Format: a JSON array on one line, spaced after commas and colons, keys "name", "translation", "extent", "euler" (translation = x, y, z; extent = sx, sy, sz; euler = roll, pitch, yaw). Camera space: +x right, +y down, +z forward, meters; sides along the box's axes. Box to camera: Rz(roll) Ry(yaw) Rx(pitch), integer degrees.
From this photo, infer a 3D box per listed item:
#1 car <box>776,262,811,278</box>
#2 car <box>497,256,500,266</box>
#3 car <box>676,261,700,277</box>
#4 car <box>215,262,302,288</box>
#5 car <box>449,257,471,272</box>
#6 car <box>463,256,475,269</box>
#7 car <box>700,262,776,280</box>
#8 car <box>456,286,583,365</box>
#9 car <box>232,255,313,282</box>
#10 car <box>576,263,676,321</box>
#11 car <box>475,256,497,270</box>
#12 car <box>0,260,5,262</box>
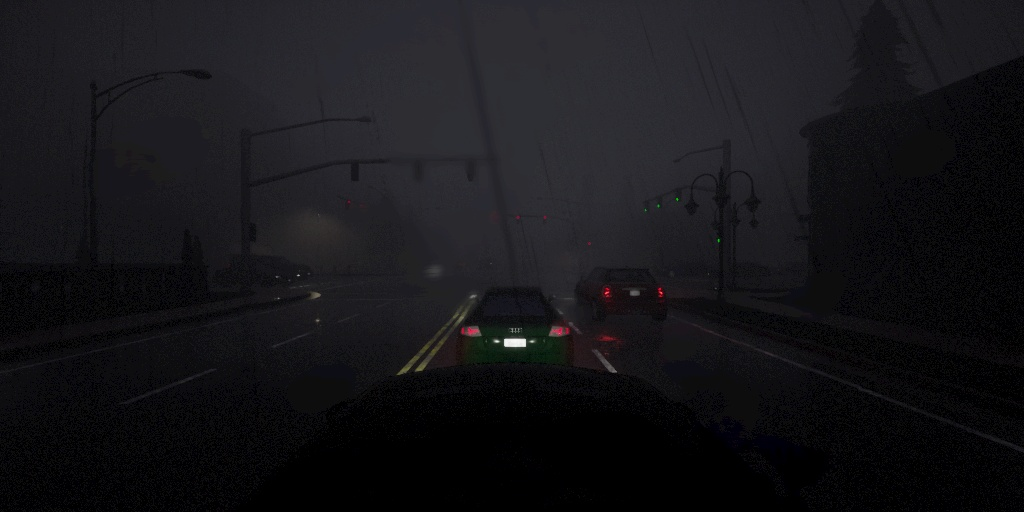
[{"name": "car", "translation": [26.648, 1.276, 33.964], "extent": [4.674, 1.442, 1.812], "euler": [0, 0, -4]}, {"name": "car", "translation": [-3.595, 1.241, 59.777], "extent": [2.128, 1.511, 4.902], "euler": [0, 0, 0]}, {"name": "car", "translation": [16.186, 1.228, 33.636], "extent": [5.008, 1.535, 1.882], "euler": [0, 0, -2]}, {"name": "car", "translation": [-16.582, 1.276, 23.149], "extent": [4.674, 1.442, 1.812], "euler": [0, 0, 4]}, {"name": "car", "translation": [-7.110, 1.227, 47.797], "extent": [1.882, 1.535, 5.008], "euler": [0, 0, 0]}, {"name": "car", "translation": [-7.101, 1.239, 57.221], "extent": [2.128, 1.511, 4.902], "euler": [0, 0, 0]}, {"name": "car", "translation": [18.948, 1.255, 30.197], "extent": [4.892, 1.490, 1.837], "euler": [0, 0, -1]}, {"name": "car", "translation": [0.063, 1.314, 7.558], "extent": [1.994, 1.385, 4.181], "euler": [0, 0, 0]}, {"name": "car", "translation": [-18.012, 0.971, 26.844], "extent": [5.566, 2.045, 2.150], "euler": [0, 0, -1]}, {"name": "car", "translation": [3.579, 1.102, 12.570], "extent": [2.097, 1.767, 4.553], "euler": [0, 0, 0]}, {"name": "car", "translation": [-3.605, 1.102, 50.733], "extent": [2.097, 1.767, 4.553], "euler": [0, 0, 0]}, {"name": "car", "translation": [-50.612, 1.102, 33.984], "extent": [4.553, 1.767, 2.097], "euler": [0, 0, 0]}]
